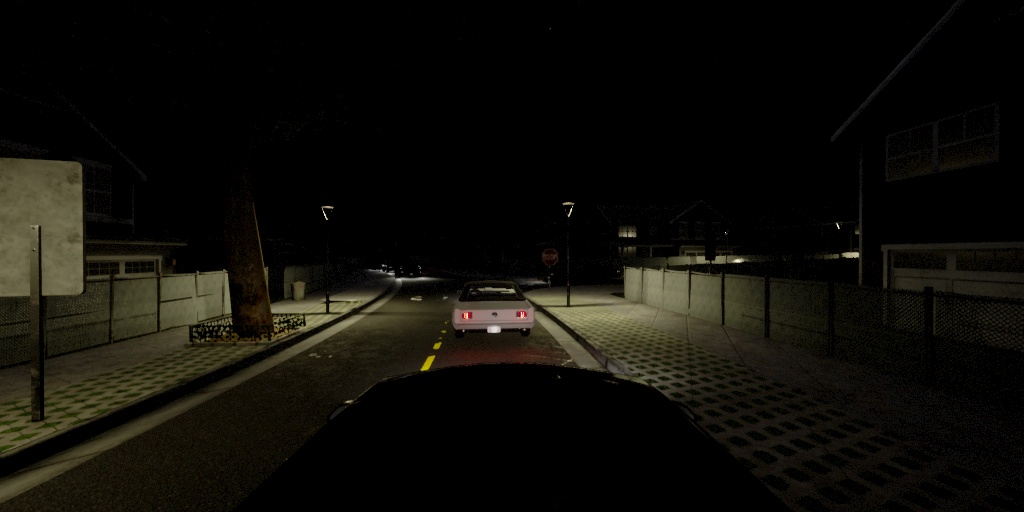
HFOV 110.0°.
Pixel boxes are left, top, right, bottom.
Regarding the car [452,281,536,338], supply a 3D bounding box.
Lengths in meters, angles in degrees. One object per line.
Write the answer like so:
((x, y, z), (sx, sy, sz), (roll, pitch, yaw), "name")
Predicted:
((-0.617, 1.347, 10.194), (1.895, 1.301, 4.718), (0, 0, -6), "car")

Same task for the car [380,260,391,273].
((-14.778, 1.224, 44.271), (1.837, 1.490, 4.892), (0, 0, -29), "car")

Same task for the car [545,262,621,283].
((5.171, 1.141, 26.284), (5.357, 1.411, 2.033), (-1, 0, -8), "car")

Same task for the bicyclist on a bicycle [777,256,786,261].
((16.596, 0.799, 22.060), (0.582, 1.620, 1.656), (-1, 0, -9), "bicyclist on a bicycle")

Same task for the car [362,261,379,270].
((-20.675, 1.328, 53.229), (1.895, 1.301, 4.718), (0, 0, -37), "car")

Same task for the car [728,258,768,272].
((18.337, 0.917, 28.332), (4.902, 1.511, 2.128), (-1, 0, -10), "car")

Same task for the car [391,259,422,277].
((-10.159, 1.075, 34.980), (2.097, 1.767, 4.553), (0, 0, -24), "car")
